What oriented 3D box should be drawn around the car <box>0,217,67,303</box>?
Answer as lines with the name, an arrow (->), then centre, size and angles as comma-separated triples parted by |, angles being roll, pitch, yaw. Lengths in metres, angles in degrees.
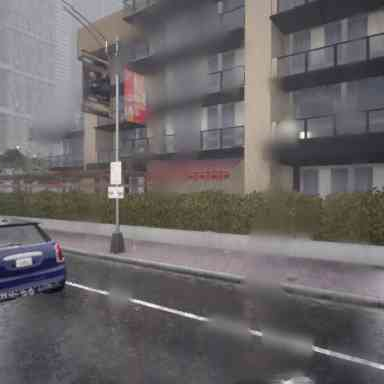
car -> -4.909, 1.352, 7.520 | 4.553, 1.767, 2.097 | 0, 0, 35
